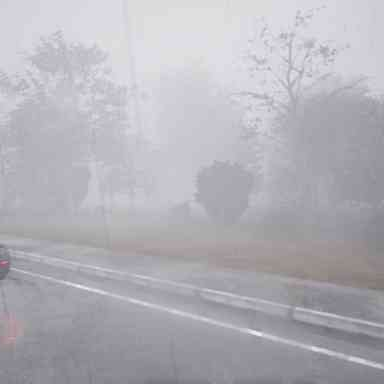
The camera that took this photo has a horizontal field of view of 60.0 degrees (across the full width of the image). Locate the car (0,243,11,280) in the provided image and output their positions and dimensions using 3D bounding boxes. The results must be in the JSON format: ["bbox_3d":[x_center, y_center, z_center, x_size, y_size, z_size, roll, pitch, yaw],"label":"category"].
[{"bbox_3d":[-6.456,1.528,8.535,4.674,1.442,1.812,0,0,35],"label":"car"}]
